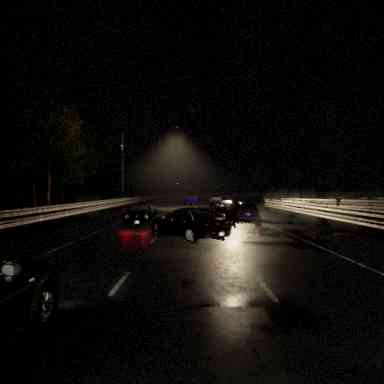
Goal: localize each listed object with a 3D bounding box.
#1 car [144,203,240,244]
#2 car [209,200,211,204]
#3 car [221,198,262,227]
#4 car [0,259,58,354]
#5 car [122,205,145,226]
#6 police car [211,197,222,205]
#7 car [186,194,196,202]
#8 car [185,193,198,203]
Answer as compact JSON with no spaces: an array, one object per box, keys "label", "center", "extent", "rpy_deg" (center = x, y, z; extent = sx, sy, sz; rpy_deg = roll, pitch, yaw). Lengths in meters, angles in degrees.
[{"label":"car","center":[-0.175,1.503,16.033],"extent":[1.837,1.490,4.892],"rpy_deg":[-2,1,-36]},{"label":"car","center":[3.350,1.447,44.550],"extent":[2.128,1.511,4.902],"rpy_deg":[0,0,0]},{"label":"car","center":[3.424,1.421,22.550],"extent":[2.033,1.649,4.856],"rpy_deg":[0,0,0]},{"label":"car","center":[-3.411,1.353,4.069],"extent":[2.097,1.767,4.553],"rpy_deg":[0,0,0]},{"label":"car","center":[-3.478,1.590,23.158],"extent":[1.895,1.301,4.718],"rpy_deg":[0,0,0]},{"label":"police car","center":[3.387,1.477,33.550],"extent":[2.038,1.542,4.974],"rpy_deg":[0,0,0]},{"label":"car","center":[-0.251,1.331,74.546],"extent":[2.097,1.767,4.553],"rpy_deg":[0,0,0]},{"label":"car","center":[-0.147,1.178,59.920],"extent":[2.150,2.045,5.566],"rpy_deg":[0,0,0]}]
